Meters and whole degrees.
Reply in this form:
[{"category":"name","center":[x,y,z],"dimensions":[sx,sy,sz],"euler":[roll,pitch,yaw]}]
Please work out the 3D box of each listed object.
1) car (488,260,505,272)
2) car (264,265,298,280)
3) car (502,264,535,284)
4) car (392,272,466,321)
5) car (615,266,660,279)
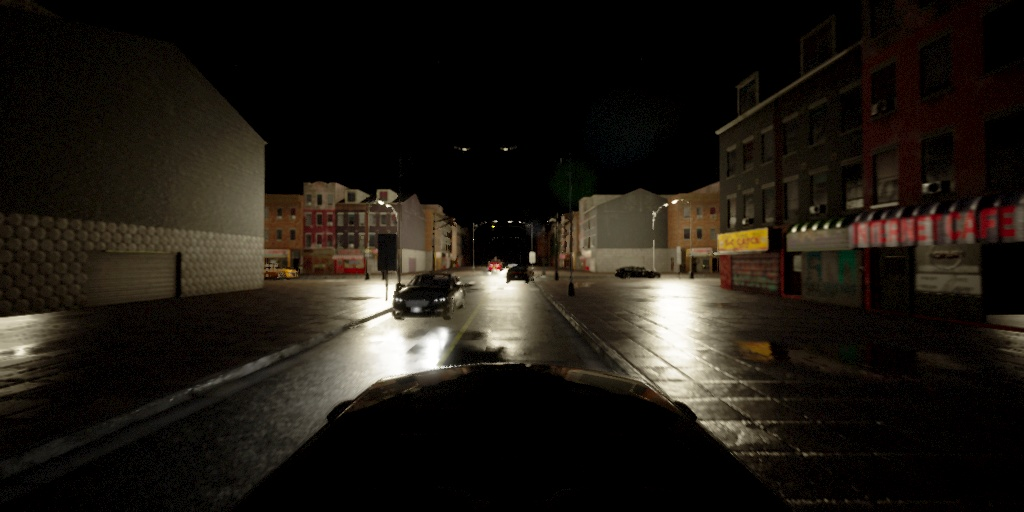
[{"category":"car","center":[-2.805,1.632,60.163],"dimensions":[2.150,2.045,5.566],"euler":[0,-1,0]},{"category":"car","center":[-25.401,1.704,37.982],"dimensions":[5.008,1.535,1.882],"euler":[0,-1,0]},{"category":"car","center":[0.830,1.546,31.293],"dimensions":[1.882,1.535,5.008],"euler":[0,0,11]},{"category":"car","center":[-2.839,1.364,13.122],"dimensions":[2.128,1.511,4.902],"euler":[0,-1,0]},{"category":"car","center":[12.355,1.634,35.402],"dimensions":[4.313,1.339,1.948],"euler":[0,0,0]}]
